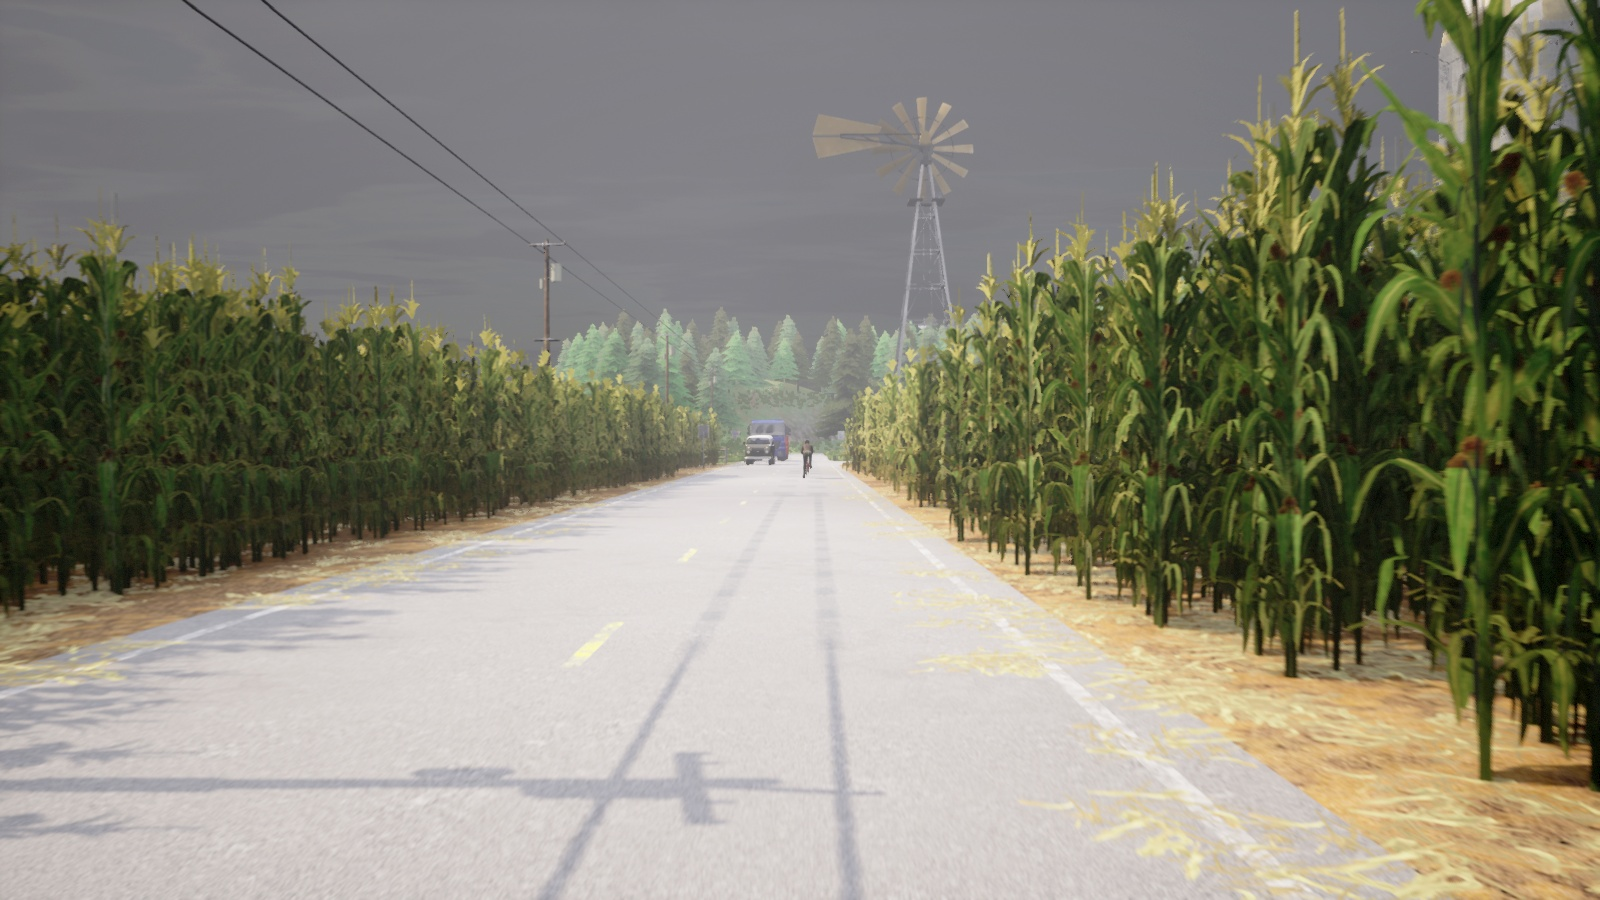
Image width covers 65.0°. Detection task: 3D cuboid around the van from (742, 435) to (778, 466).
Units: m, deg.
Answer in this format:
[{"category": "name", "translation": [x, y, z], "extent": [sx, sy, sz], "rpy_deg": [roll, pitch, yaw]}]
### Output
[{"category": "van", "translation": [-2.686, -0.010, 84.692], "extent": [2.069, 2.038, 4.480], "rpy_deg": [0, 0, 3]}]
